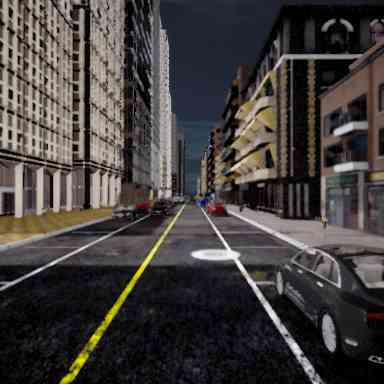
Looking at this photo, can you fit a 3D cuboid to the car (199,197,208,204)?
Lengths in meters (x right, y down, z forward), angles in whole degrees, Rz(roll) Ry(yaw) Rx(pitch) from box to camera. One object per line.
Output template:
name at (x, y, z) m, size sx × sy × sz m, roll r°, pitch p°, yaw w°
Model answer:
car at (2.683, 2.000, 79.266) m, size 2.008 × 1.369 × 4.403 m, roll 0°, pitch 0°, yaw 0°

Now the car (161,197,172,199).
car at (-5.697, 1.946, 67.967) m, size 1.947 × 1.339 × 4.313 m, roll 0°, pitch 0°, yaw 0°

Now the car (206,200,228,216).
car at (2.688, 1.765, 34.078) m, size 1.802 × 1.307 × 4.206 m, roll 0°, pitch 0°, yaw 0°

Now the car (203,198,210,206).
car at (2.687, 1.655, 39.727) m, size 1.967 × 1.590 × 4.097 m, roll 0°, pitch 0°, yaw 0°

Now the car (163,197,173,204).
car at (-5.697, 2.000, 79.264) m, size 2.008 × 1.369 × 4.403 m, roll 0°, pitch 0°, yaw 0°

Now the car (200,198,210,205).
car at (2.684, 1.946, 67.969) m, size 1.947 × 1.339 × 4.313 m, roll 0°, pitch 0°, yaw 0°

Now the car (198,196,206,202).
car at (2.681, 1.961, 90.563) m, size 1.967 × 1.590 × 4.097 m, roll 0°, pitch 0°, yaw 0°

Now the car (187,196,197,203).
car at (-0.008, 1.808, 75.763) m, size 2.128 × 1.511 × 4.902 m, roll 0°, pitch 0°, yaw 0°

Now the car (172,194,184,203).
car at (-3.008, 1.494, 75.558) m, size 2.150 × 2.045 × 5.566 m, roll 0°, pitch 0°, yaw 0°

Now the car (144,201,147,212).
car at (-5.693, 1.760, 39.726) m, size 1.887 × 1.381 × 4.507 m, roll 0°, pitch 0°, yaw 0°

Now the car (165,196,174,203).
car at (-5.699, 1.925, 84.914) m, size 1.967 × 1.590 × 4.097 m, roll 0°, pitch 0°, yaw 0°

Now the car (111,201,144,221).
car at (-5.692, 1.703, 28.428) m, size 2.008 × 1.369 × 4.403 m, roll 0°, pitch 0°, yaw 0°

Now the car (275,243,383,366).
car at (2.691, 1.582, 5.835) m, size 2.008 × 1.369 × 4.403 m, roll 0°, pitch 0°, yaw 0°

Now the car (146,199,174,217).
car at (-3.097, 1.685, 33.343) m, size 1.837 × 1.490 × 4.892 m, roll 0°, pitch -1°, yaw 0°

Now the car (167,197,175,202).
car at (-5.699, 2.045, 90.391) m, size 1.752 × 1.417 × 4.829 m, roll 0°, pitch 0°, yaw 0°

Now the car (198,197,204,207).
car at (2.354, 1.794, 57.383) m, size 1.882 × 1.535 × 5.008 m, roll 0°, pitch 0°, yaw 0°
